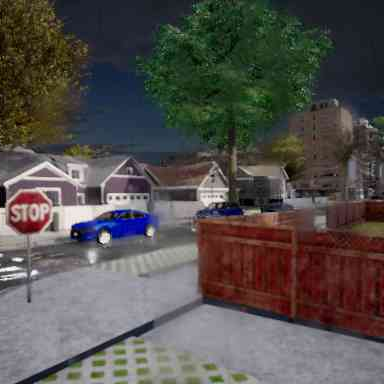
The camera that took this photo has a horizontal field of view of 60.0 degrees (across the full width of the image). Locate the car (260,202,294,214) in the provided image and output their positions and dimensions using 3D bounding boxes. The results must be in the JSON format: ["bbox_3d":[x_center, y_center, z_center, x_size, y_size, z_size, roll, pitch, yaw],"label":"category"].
[{"bbox_3d":[8.978,1.728,34.800,2.033,1.411,5.357,-1,-1,36],"label":"car"}]

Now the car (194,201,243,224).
[{"bbox_3d":[2.080,1.520,25.200,2.097,1.767,4.553,-1,-1,36],"label":"car"}]

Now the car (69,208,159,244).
[{"bbox_3d":[-3.795,1.636,16.997,1.882,1.535,5.008,-1,-1,36],"label":"car"}]
